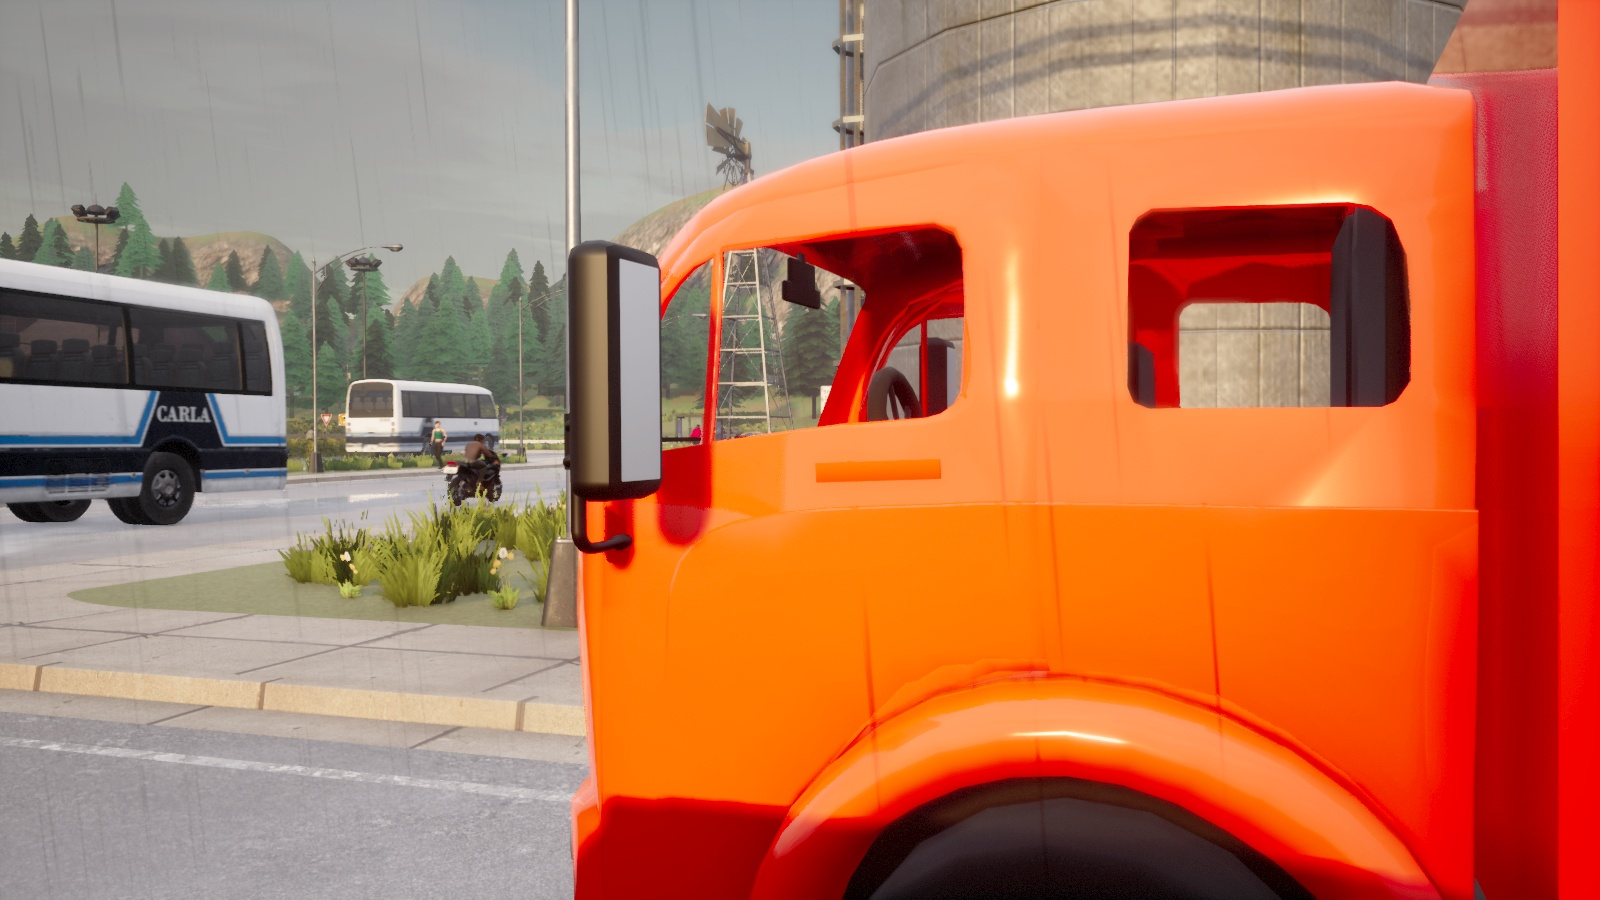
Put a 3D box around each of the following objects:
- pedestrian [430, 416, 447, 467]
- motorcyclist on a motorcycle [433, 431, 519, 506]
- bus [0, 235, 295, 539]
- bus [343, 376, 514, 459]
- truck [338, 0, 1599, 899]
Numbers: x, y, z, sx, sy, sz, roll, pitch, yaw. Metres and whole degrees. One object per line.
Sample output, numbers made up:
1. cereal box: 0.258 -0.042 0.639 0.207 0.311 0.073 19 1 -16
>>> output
1. pedestrian: -13.180 -0.300 45.776 0.345 1.836 0.594 0 1 17
2. motorcyclist on a motorcycle: -6.803 0.359 26.472 0.797 1.523 2.044 1 1 18
3. bus: -12.830 -0.903 19.037 3.944 4.253 10.273 1 0 18
4. bus: -20.253 -1.738 69.482 3.944 4.253 10.273 1 1 18
5. truck: 2.134 0.306 2.436 5.204 2.467 2.627 0 1 20
